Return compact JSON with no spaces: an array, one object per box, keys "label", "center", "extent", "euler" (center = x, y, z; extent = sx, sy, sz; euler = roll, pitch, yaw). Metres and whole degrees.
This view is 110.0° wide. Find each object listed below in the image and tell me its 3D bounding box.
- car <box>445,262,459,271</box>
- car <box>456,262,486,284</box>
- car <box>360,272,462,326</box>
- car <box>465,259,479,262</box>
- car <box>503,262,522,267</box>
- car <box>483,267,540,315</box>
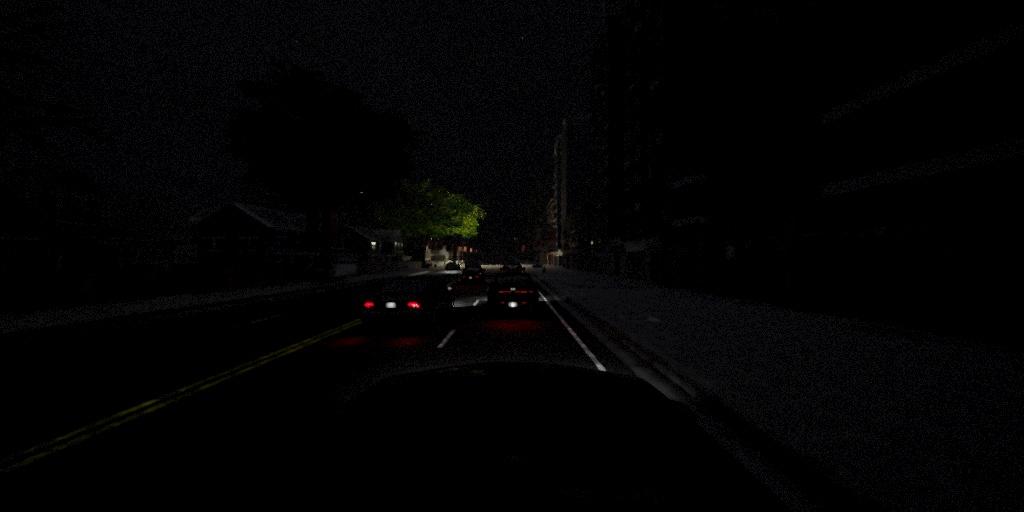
[{"label":"car","center":[-9.795,1.711,59.423],"extent":[2.128,1.511,4.902],"euler":[0,0,1]},{"label":"car","center":[-3.193,1.514,29.930],"extent":[1.812,1.442,4.674],"euler":[0,0,0]},{"label":"car","center":[-3.221,1.385,12.095],"extent":[2.033,1.411,5.357],"euler":[0,0,1]},{"label":"car","center":[-6.542,1.440,59.360],"extent":[2.150,2.045,5.566],"euler":[0,0,1]},{"label":"car","center":[0.050,1.333,29.171],"extent":[2.097,1.767,4.553],"euler":[0,-1,0]},{"label":"car","center":[0.049,1.362,14.261],"extent":[1.837,1.490,4.892],"euler":[0,0,0]}]
